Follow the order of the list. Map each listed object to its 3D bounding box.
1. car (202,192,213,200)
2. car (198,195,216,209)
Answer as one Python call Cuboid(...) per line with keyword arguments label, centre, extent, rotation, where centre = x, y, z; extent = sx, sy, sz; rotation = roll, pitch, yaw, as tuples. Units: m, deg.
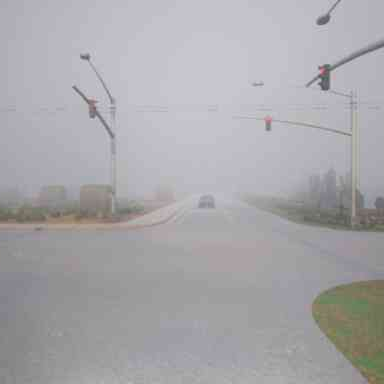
Cuboid(label="car", centre=(2.907, 0.726, 63.442), extent=(1.994, 1.385, 4.181), rotation=(0, 1, 3))
Cuboid(label="car", centre=(1.702, 1.093, 37.604), extent=(1.882, 1.535, 5.008), rotation=(0, 1, 3))
